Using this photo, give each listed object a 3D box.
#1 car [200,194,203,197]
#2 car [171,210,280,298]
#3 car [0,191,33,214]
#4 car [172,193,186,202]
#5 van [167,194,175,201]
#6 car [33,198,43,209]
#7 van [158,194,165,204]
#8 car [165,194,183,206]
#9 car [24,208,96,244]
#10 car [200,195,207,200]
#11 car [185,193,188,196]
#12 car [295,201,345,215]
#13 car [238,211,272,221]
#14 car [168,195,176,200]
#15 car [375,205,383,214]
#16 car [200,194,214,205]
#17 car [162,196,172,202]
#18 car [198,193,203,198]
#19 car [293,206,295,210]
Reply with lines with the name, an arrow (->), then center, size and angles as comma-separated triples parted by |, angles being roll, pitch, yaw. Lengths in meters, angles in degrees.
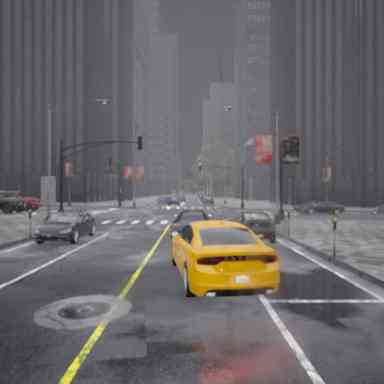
car -> 2.926, 1.533, 63.470 | 1.752, 1.417, 4.829 | 0, 0, 0
car -> 0.561, 1.477, 8.649 | 1.882, 1.535, 5.008 | 0, 0, -9
car -> -18.415, 0.913, 31.108 | 5.566, 2.045, 2.150 | 1, 0, 0
car -> -2.824, 1.502, 67.377 | 2.128, 1.511, 4.902 | 0, 0, 1
van -> -5.427, 1.358, 85.415 | 1.690, 1.788, 3.998 | 0, 0, 0
car -> -18.476, 0.917, 34.358 | 5.566, 2.045, 2.150 | 1, 0, 0
van -> -5.600, 1.349, 63.365 | 1.690, 1.788, 3.998 | 0, 0, 0
car -> -2.969, 1.483, 55.443 | 1.882, 1.535, 5.008 | 0, 0, 1
car -> -5.780, 1.549, 15.597 | 2.008, 1.369, 4.403 | 0, 0, 0
car -> 3.142, 1.545, 91.035 | 1.752, 1.417, 4.829 | 0, 0, 0
car -> -2.720, 1.239, 78.466 | 2.150, 2.045, 5.566 | 0, 0, 0
car -> 14.710, 1.806, 37.738 | 4.892, 1.490, 1.837 | 1, 0, 1
car -> 2.745, 1.550, 15.604 | 2.008, 1.369, 4.403 | 0, 0, 0
car -> -5.384, 1.564, 90.927 | 1.887, 1.381, 4.507 | 0, 0, 0
car -> 25.226, 1.995, 40.964 | 4.902, 1.511, 2.128 | 1, 0, 1
car -> 2.882, 1.557, 57.787 | 2.008, 1.369, 4.403 | 0, 0, 0
car -> -5.514, 1.578, 74.389 | 1.947, 1.339, 4.313 | 0, 0, 0
car -> 3.012, 1.327, 74.326 | 2.192, 1.841, 5.009 | 0, 0, 0
car -> 14.857, 1.835, 40.998 | 4.674, 1.442, 1.812 | 1, 0, 2
